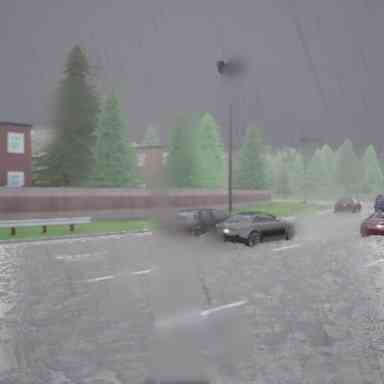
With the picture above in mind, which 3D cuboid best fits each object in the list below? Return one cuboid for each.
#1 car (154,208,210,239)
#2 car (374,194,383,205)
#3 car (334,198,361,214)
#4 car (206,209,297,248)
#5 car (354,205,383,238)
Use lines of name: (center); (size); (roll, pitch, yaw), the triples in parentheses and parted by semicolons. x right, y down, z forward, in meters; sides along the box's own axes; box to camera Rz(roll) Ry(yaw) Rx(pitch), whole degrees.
car: (0.631, 1.558, 17.502); (5.357, 1.411, 2.033); (0, 0, -41)
car: (20.061, 1.244, 34.159); (2.150, 2.045, 5.566); (1, 0, 33)
car: (16.846, 1.376, 35.893); (2.097, 1.767, 4.553); (0, 0, 34)
car: (2.935, 1.573, 15.031); (4.181, 1.385, 1.994); (0, 0, -41)
car: (10.212, 1.576, 16.979); (4.181, 1.385, 1.994); (0, 0, -45)
